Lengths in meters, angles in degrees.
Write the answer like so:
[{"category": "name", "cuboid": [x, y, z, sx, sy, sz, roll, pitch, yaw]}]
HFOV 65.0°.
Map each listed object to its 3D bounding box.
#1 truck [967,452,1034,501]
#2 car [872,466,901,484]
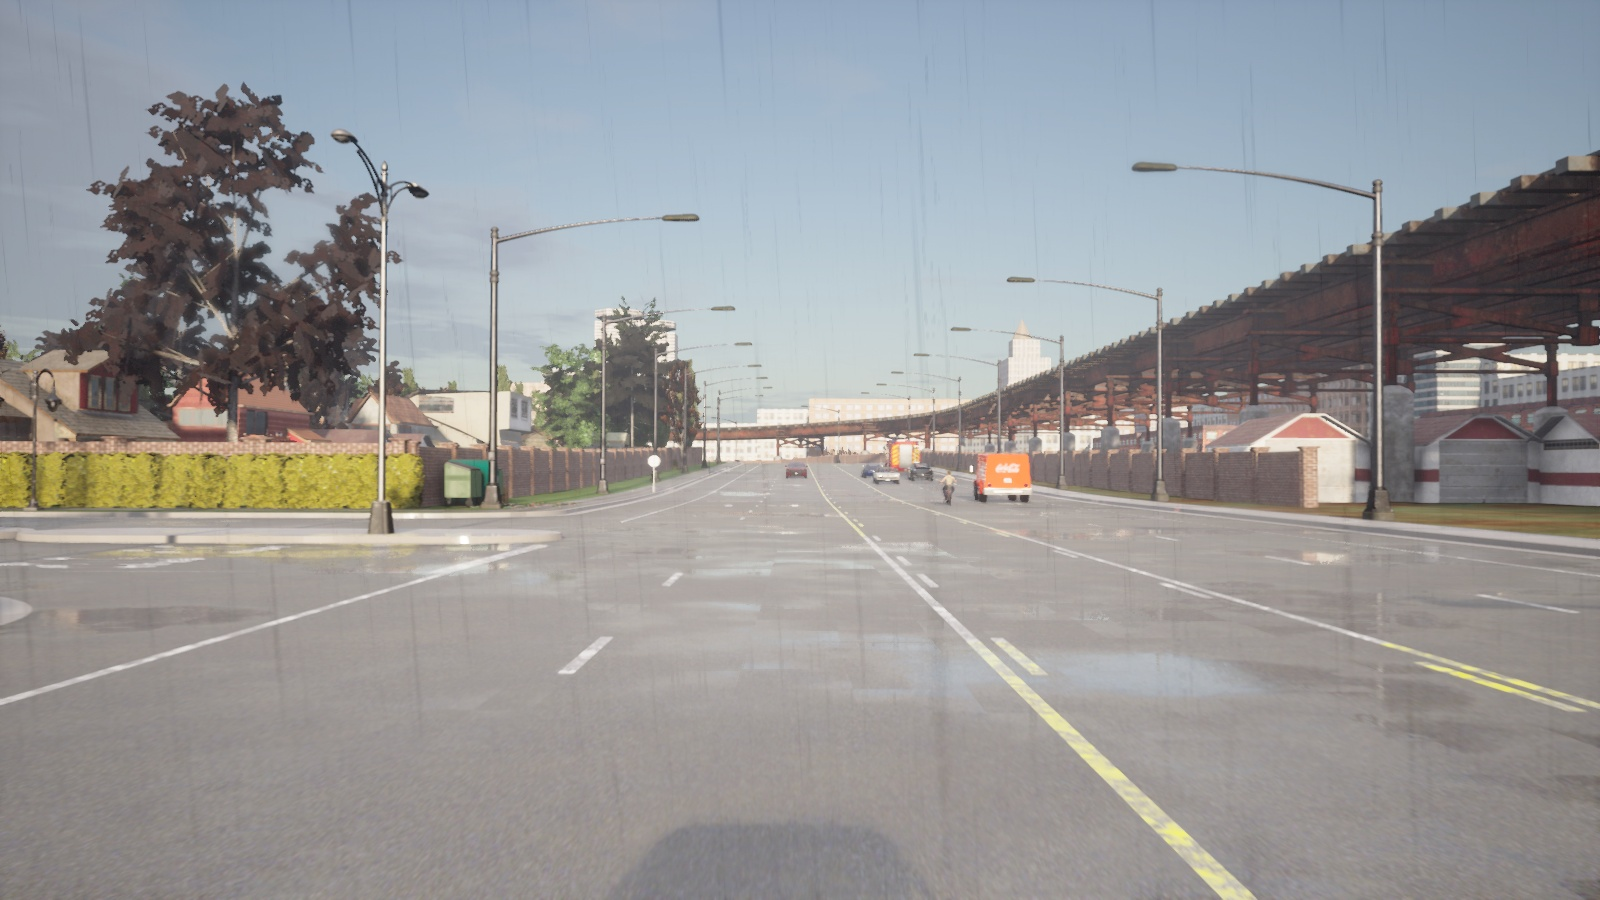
[{"category": "truck", "cuboid": [10.327, 1.347, 65.088, 2.627, 2.467, 5.204, 0, -1, 0]}, {"category": "car", "cuboid": [6.740, 1.934, 98.388, 1.895, 1.301, 4.718, 0, 0, 0]}]
